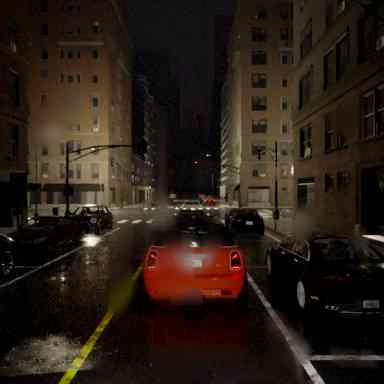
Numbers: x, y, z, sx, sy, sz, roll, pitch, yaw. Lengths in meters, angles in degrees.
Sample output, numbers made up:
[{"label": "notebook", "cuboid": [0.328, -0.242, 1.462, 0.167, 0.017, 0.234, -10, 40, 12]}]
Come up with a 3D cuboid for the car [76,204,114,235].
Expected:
[{"label": "car", "cuboid": [-5.691, 1.441, 18.466, 1.967, 1.590, 4.097, 0, 0, 0]}]

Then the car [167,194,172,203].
[{"label": "car", "cuboid": [-5.694, 1.606, 66.385, 2.008, 1.369, 4.403, 0, 0, 0]}]

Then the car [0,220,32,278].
[{"label": "car", "cuboid": [-5.678, 1.565, 7.463, 1.947, 1.339, 4.313, 0, 0, 0]}]

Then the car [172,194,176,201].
[{"label": "car", "cuboid": [-5.685, 1.626, 82.441, 1.752, 1.417, 4.829, 0, 0, 0]}]

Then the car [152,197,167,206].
[{"label": "car", "cuboid": [-5.701, 1.618, 55.569, 1.802, 1.307, 4.206, 0, 0, 0]}]

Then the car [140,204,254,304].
[{"label": "car", "cuboid": [0.053, 1.352, 8.334, 2.097, 1.767, 4.553, 0, 0, 0]}]

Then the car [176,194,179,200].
[{"label": "car", "cuboid": [-5.679, 1.457, 93.429, 2.192, 1.841, 5.009, 0, 0, 0]}]

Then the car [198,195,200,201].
[{"label": "car", "cuboid": [2.831, 1.607, 66.383, 2.008, 1.369, 4.403, 0, 0, 0]}]

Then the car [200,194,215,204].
[{"label": "car", "cuboid": [2.823, 1.476, 55.566, 1.967, 1.590, 4.097, 0, 0, 0]}]

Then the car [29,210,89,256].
[{"label": "car", "cuboid": [-5.685, 1.582, 12.964, 1.802, 1.307, 4.206, 0, 0, 0]}]

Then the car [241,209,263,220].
[{"label": "car", "cuboid": [2.834, 1.566, 18.475, 1.947, 1.339, 4.313, 0, 0, 0]}]

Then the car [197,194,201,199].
[{"label": "car", "cuboid": [2.836, 1.524, 77.202, 1.967, 1.590, 4.097, 0, 0, 0]}]

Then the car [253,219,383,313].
[{"label": "car", "cuboid": [2.847, 1.551, 7.473, 2.008, 1.369, 4.403, 0, 0, 0]}]

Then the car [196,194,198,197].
[{"label": "car", "cuboid": [2.843, 1.560, 88.019, 1.967, 1.590, 4.097, 0, 0, 0]}]

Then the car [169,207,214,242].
[{"label": "car", "cuboid": [-0.016, 1.564, 16.988, 1.994, 1.385, 4.181, 0, 0, 0]}]
